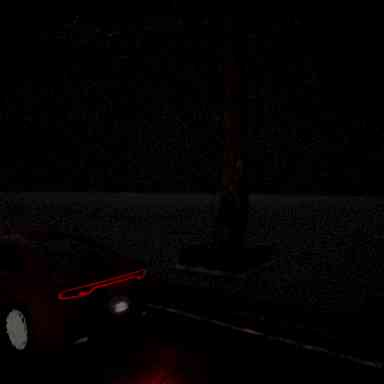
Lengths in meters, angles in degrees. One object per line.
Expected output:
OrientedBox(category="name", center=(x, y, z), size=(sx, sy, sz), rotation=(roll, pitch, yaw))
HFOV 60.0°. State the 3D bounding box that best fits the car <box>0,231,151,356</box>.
OrientedBox(category="car", center=(-3.012, 1.470, 6.144), size=(5.008, 1.535, 1.882), rotation=(0, 0, 36))
